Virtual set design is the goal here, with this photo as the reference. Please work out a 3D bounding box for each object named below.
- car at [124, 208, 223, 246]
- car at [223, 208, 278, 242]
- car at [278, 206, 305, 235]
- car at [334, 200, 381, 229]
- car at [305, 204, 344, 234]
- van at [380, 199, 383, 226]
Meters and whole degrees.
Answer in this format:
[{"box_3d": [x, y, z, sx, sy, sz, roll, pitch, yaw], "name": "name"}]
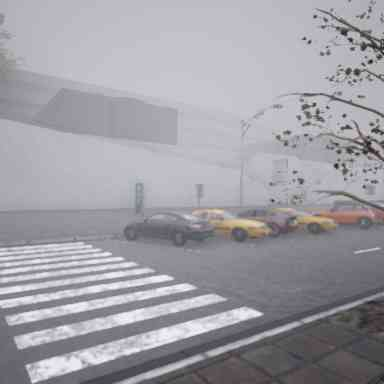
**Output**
[{"box_3d": [-1.165, 1.620, 15.789, 4.674, 1.452, 2.002, -1, -1, 35], "name": "car"}, {"box_3d": [1.416, 1.611, 17.420, 5.366, 1.575, 1.946, -1, -1, 35], "name": "car"}, {"box_3d": [3.666, 1.685, 19.267, 4.792, 1.488, 2.163, -1, -1, 35], "name": "car"}, {"box_3d": [11.007, 1.644, 24.427, 4.553, 1.767, 2.185, -1, -1, 34], "name": "car"}, {"box_3d": [6.277, 1.691, 20.880, 5.366, 1.575, 1.946, -1, -2, 35], "name": "car"}, {"box_3d": [13.518, 1.577, 26.121, 4.442, 1.987, 1.878, -1, -2, 35], "name": "van"}]
